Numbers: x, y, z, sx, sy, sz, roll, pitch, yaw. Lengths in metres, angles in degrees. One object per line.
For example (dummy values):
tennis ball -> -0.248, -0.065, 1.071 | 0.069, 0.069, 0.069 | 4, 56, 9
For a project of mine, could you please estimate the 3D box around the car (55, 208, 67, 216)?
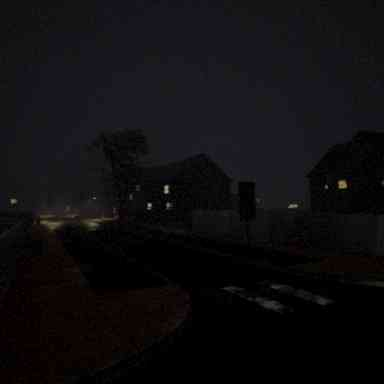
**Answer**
car -> -33.409, 5.454, 85.667 | 1.882, 1.535, 5.008 | -1, -2, -25
